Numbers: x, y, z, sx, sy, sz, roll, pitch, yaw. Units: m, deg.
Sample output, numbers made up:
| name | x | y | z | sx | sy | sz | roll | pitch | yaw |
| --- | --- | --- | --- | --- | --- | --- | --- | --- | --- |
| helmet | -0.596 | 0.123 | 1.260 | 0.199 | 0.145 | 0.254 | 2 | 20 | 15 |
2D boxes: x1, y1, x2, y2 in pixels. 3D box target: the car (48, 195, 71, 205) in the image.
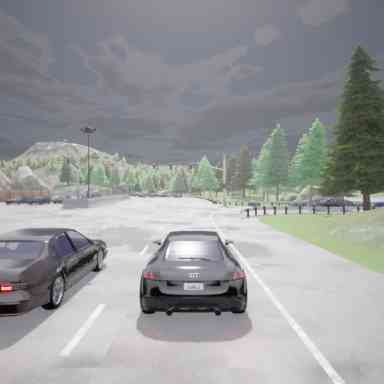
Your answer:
| name | x | y | z | sx | sy | sz | roll | pitch | yaw |
| --- | --- | --- | --- | --- | --- | --- | --- | --- | --- |
| car | -21.640 | 1.370 | 55.938 | 2.033 | 1.411 | 5.357 | 0 | 0 | 0 |

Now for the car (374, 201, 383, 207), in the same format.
| name | x | y | z | sx | sy | sz | roll | pitch | yaw |
| --- | --- | --- | --- | --- | --- | --- | --- | --- | --- |
| car | 24.454 | 1.374 | 39.608 | 5.008 | 1.535 | 1.882 | 0 | 0 | 12 |

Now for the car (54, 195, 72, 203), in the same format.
| name | x | y | z | sx | sy | sz | roll | pitch | yaw |
| --- | --- | --- | --- | --- | --- | --- | --- | --- | --- |
| car | -25.163 | 1.306 | 65.213 | 1.812 | 1.442 | 4.674 | 0 | 0 | -1 |

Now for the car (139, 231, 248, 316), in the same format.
| name | x | y | z | sx | sy | sz | roll | pitch | yaw |
| --- | --- | --- | --- | --- | --- | --- | --- | --- | --- |
| car | 0.026 | 1.563 | 7.606 | 1.994 | 1.385 | 4.181 | 0 | 0 | 0 |

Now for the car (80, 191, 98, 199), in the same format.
| name | x | y | z | sx | sy | sz | roll | pitch | yaw |
| --- | --- | --- | --- | --- | --- | --- | --- | --- | --- |
| car | -21.706 | 1.120 | 69.113 | 2.097 | 1.767 | 4.553 | 0 | 0 | -1 |

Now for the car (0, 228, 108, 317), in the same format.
| name | x | y | z | sx | sy | sz | roll | pitch | yaw |
| --- | --- | --- | --- | --- | --- | --- | --- | --- | --- |
| car | -3.474 | 1.547 | 7.754 | 2.033 | 1.411 | 5.357 | 0 | 0 | 0 |

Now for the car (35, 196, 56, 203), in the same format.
| name | x | y | z | sx | sy | sz | roll | pitch | yaw |
| --- | --- | --- | --- | --- | --- | --- | --- | --- | --- |
| car | -28.664 | 1.377 | 65.236 | 1.895 | 1.301 | 4.718 | 0 | 0 | -1 |

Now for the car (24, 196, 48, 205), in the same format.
| name | x | y | z | sx | sy | sz | roll | pitch | yaw |
| --- | --- | --- | --- | --- | --- | --- | --- | --- | --- |
| car | -25.132 | 1.374 | 55.231 | 2.033 | 1.411 | 5.357 | 0 | 0 | -1 |

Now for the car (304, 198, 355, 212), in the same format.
| name | x | y | z | sx | sy | sz | roll | pitch | yaw |
| --- | --- | --- | --- | --- | --- | --- | --- | --- | --- |
| car | 15.635 | 1.398 | 37.498 | 4.902 | 1.511 | 2.128 | 0 | 0 | 7 |

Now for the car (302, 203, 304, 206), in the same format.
| name | x | y | z | sx | sy | sz | roll | pitch | yaw |
| --- | --- | --- | --- | --- | --- | --- | --- | --- | --- |
| car | 15.707 | 1.454 | 41.018 | 4.181 | 1.385 | 1.994 | 0 | 0 | 7 |

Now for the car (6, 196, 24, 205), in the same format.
| name | x | y | z | sx | sy | sz | roll | pitch | yaw |
| --- | --- | --- | --- | --- | --- | --- | --- | --- | --- |
| car | -28.616 | 1.374 | 55.205 | 2.033 | 1.411 | 5.357 | 0 | 0 | 0 |
